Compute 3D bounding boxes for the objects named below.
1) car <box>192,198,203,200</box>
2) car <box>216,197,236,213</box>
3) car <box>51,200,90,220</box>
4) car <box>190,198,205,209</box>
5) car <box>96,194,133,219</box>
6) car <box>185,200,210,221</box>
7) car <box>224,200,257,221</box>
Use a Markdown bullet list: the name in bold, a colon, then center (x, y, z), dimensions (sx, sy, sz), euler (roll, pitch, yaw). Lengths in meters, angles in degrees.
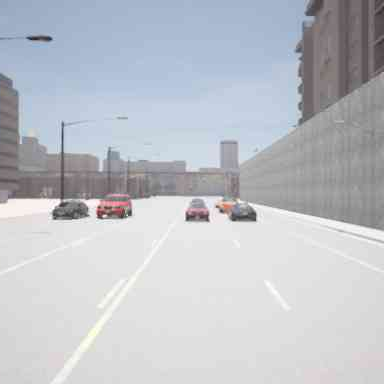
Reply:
- **car**: center (0.599, 1.526, 37.180), dimensions (1.837, 1.490, 4.892), euler (0, 0, 1)
- **car**: center (4.099, 1.382, 37.096), dimensions (2.097, 1.767, 4.553), euler (0, 0, 1)
- **car**: center (-10.140, 1.488, 28.133), dimensions (1.837, 1.490, 4.892), euler (0, 0, 1)
- **car**: center (0.787, 1.591, 47.996), dimensions (1.994, 1.385, 4.181), euler (0, 0, 1)
- **car**: center (-6.622, 1.216, 29.087), dimensions (2.150, 2.045, 5.566), euler (0, 0, 1)
- **car**: center (0.468, 1.616, 27.185), dimensions (1.895, 1.301, 4.718), euler (0, 0, 1)
- **car**: center (4.038, 1.590, 27.126), dimensions (1.994, 1.385, 4.181), euler (0, 0, 1)
